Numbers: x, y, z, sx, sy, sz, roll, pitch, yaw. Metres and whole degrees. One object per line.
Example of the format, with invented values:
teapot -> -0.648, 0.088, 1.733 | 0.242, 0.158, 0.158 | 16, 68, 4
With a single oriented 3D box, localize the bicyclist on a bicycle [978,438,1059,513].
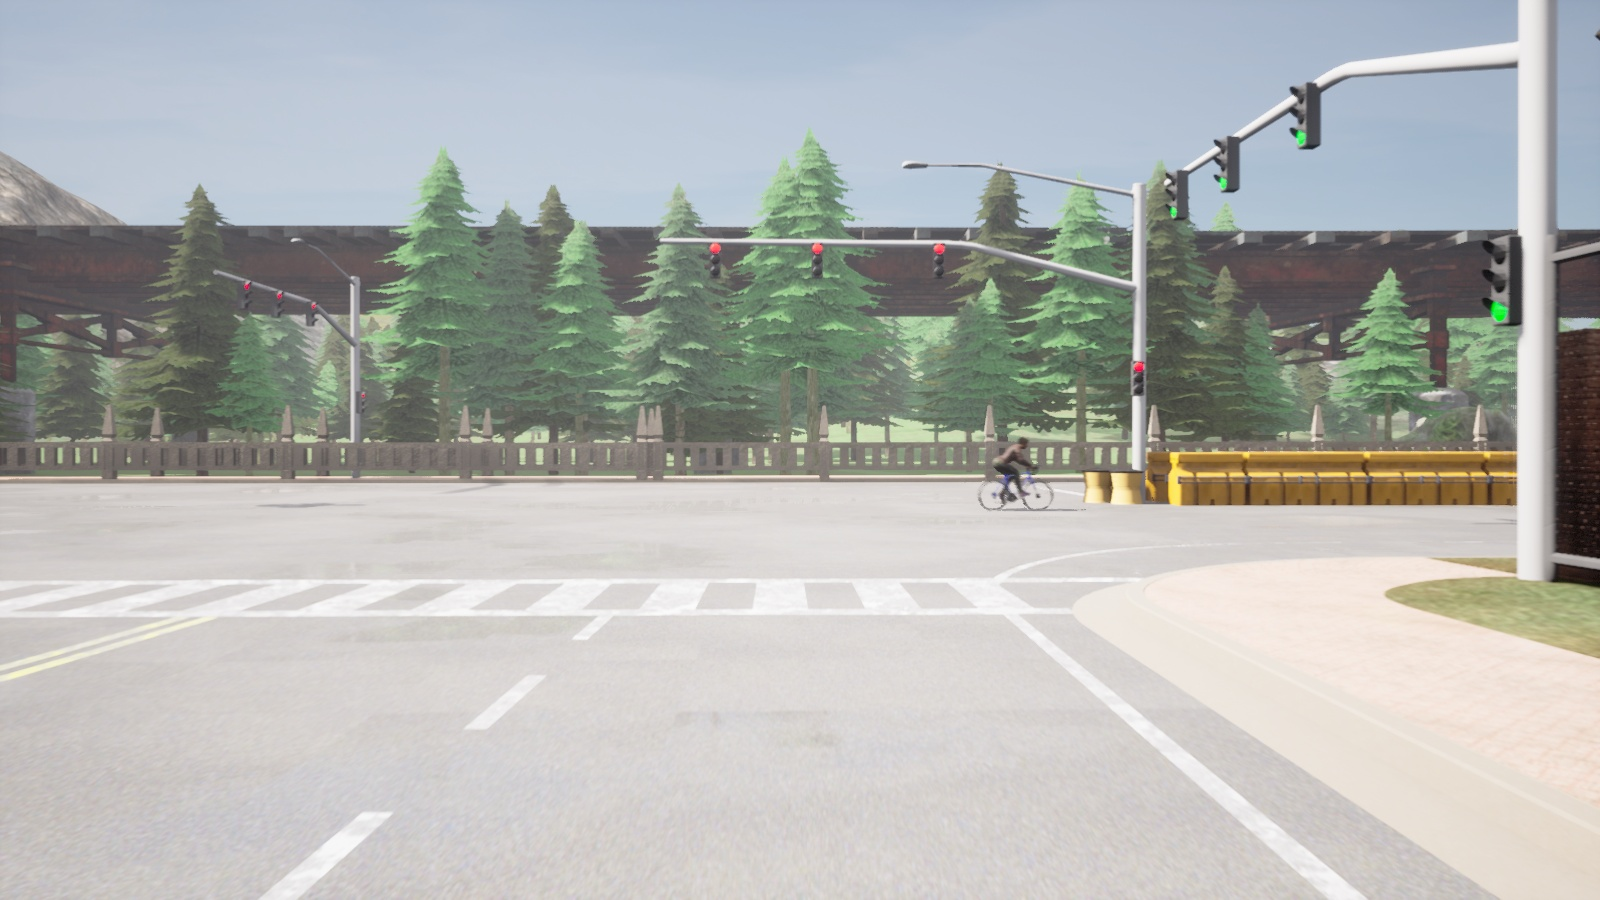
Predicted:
bicyclist on a bicycle -> 4.752, 0.549, 27.357 | 1.656, 1.620, 0.582 | 1, 0, -1
